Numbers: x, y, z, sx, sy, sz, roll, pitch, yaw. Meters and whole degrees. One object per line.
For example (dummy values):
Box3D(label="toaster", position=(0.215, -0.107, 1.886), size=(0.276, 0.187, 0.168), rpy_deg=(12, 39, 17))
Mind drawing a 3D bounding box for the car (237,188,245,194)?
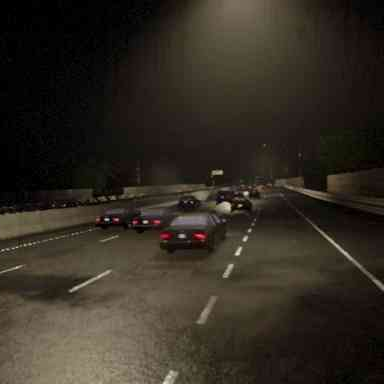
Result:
Box3D(label="car", position=(9.614, 0.408, 68.983), size=(1.994, 1.385, 4.181), rpy_deg=(-3, 1, 13))

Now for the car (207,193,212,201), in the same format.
Box3D(label="car", position=(3.882, 0.892, 59.624), size=(2.033, 1.411, 5.357), rpy_deg=(-3, 1, 13))

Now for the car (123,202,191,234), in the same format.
Box3D(label="car", position=(-1.852, 1.605, 19.915), size=(2.033, 1.411, 5.357), rpy_deg=(-3, 0, 13))

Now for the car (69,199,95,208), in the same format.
Box3D(label="car", position=(-13.887, 1.623, 45.014), size=(2.128, 1.511, 4.902), rpy_deg=(-3, 1, 13))

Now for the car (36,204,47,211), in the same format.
Box3D(label="car", position=(-20.672, 2.368, 46.623), size=(2.033, 1.411, 5.357), rpy_deg=(-3, 1, 13))

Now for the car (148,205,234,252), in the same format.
Box3D(label="car", position=(0.246, 1.517, 13.674), size=(2.033, 1.411, 5.357), rpy_deg=(-3, 0, 14))

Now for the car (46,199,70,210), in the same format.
Box3D(label="car", position=(-17.282, 1.798, 45.845), size=(2.097, 1.767, 4.553), rpy_deg=(-3, 1, 13))

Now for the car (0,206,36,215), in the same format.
Box3D(label="car", position=(-14.877, 1.995, 25.963), size=(2.097, 1.767, 4.553), rpy_deg=(-3, 0, 14))

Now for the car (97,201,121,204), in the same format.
Box3D(label="car", position=(-10.465, 1.983, 44.190), size=(1.895, 1.301, 4.718), rpy_deg=(-3, 1, 13))

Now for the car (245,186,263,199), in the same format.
Box3D(label="car", position=(11.388, 0.286, 61.102), size=(2.097, 1.767, 4.553), rpy_deg=(-3, 1, 13))

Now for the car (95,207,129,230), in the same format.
Box3D(label="car", position=(-4.698, 1.731, 23.044), size=(2.033, 1.411, 5.357), rpy_deg=(-3, 0, 13))

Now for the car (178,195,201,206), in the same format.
Box3D(label="car", position=(-0.294, 1.222, 41.678), size=(2.097, 1.767, 4.553), rpy_deg=(-3, 1, 13))

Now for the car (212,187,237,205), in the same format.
Box3D(label="car", position=(4.765, 0.755, 47.986), size=(2.150, 2.045, 5.566), rpy_deg=(-3, 1, 13))

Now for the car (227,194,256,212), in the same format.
Box3D(label="car", position=(5.073, 1.254, 33.918), size=(1.994, 1.385, 4.181), rpy_deg=(-3, 0, 13))
